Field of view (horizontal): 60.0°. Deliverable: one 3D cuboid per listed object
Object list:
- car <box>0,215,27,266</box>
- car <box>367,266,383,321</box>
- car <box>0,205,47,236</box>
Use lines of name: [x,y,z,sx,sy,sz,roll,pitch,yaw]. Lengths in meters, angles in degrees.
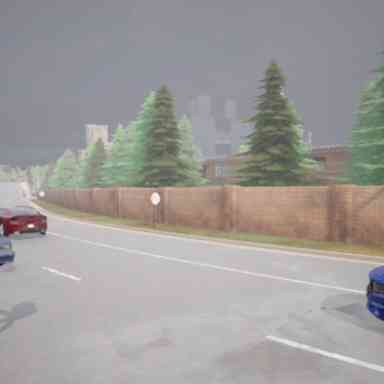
car: [-7.289,1.519,10.368,5.357,1.411,2.033,0,0,44]
car: [5.261,1.511,4.644,5.008,1.535,1.882,0,0,35]
car: [-9.288,1.444,17.509,1.882,1.535,5.008,0,0,-43]
